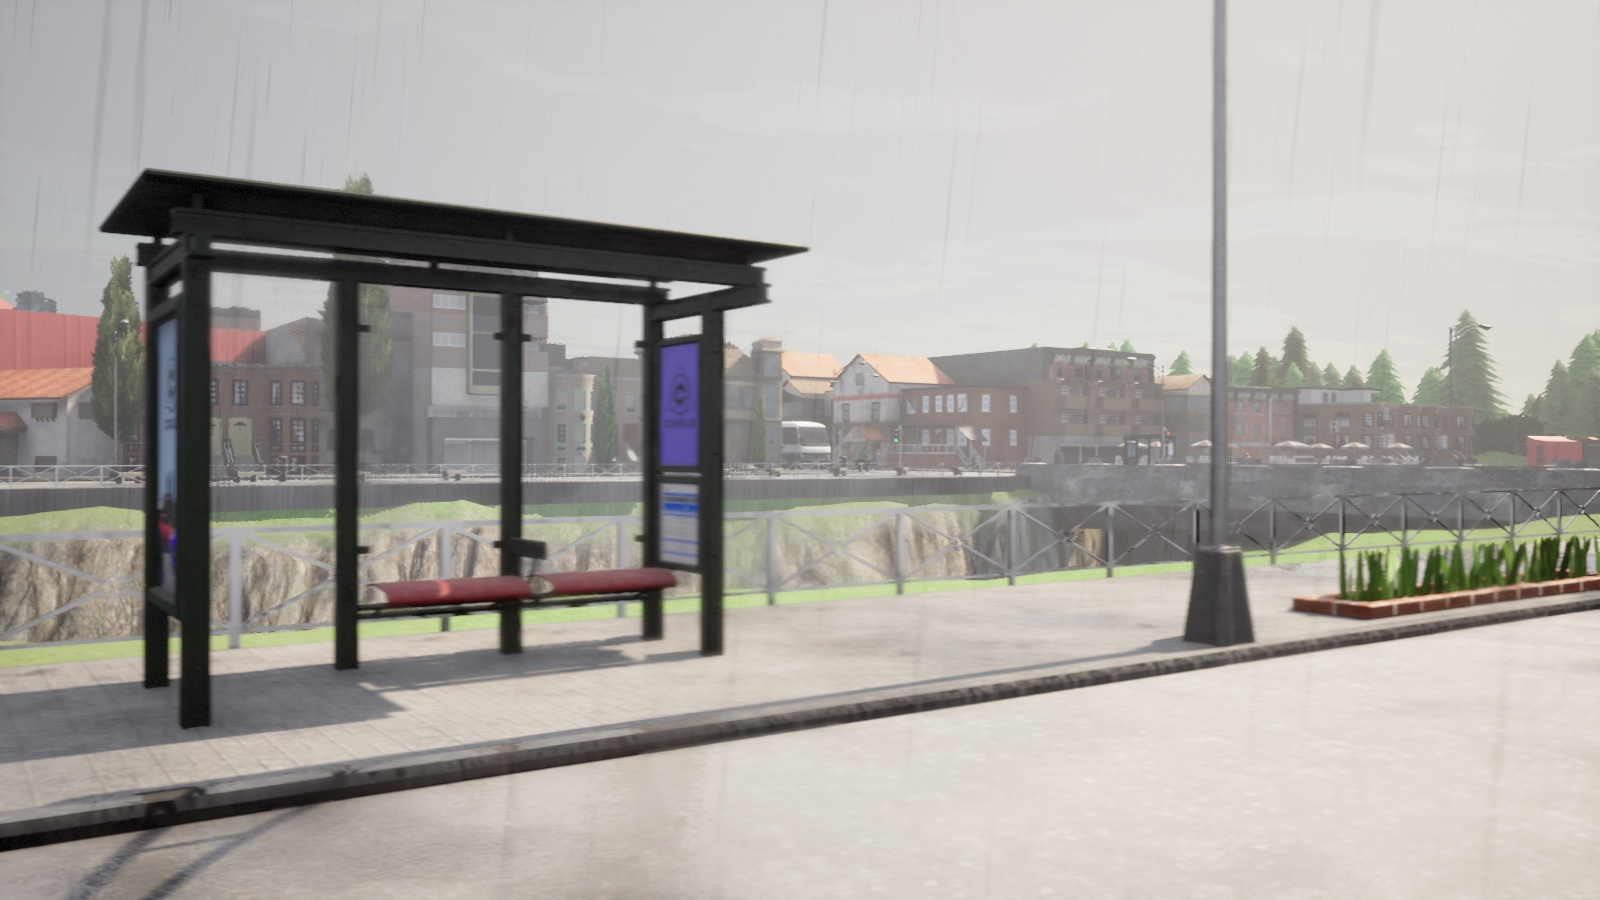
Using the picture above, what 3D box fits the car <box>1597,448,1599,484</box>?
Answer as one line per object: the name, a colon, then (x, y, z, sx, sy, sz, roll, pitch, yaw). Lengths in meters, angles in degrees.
car: (37.334, 0.698, 54.689, 1.851, 1.617, 3.988, 0, 0, -35)
